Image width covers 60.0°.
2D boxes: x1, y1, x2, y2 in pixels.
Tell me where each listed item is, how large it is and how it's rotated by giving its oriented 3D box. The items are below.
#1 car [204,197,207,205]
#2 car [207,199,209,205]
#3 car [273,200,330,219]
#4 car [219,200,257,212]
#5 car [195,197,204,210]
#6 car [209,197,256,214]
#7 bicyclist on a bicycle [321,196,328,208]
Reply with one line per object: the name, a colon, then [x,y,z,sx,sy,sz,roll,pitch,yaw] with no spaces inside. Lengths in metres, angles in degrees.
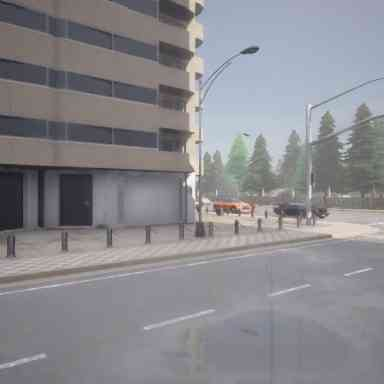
car: [-0.231,1.619,49.058,1.994,1.385,4.181,0,0,-36]
car: [1.293,1.581,59.231,1.812,1.442,4.674,0,0,-37]
car: [9.613,1.656,29.414,1.895,1.301,4.718,0,0,-36]
car: [5.571,1.656,40.996,1.895,1.301,4.718,0,0,-36]
car: [-0.958,1.533,44.079,1.882,1.535,5.008,0,0,-36]
car: [4.396,1.407,36.646,2.097,1.767,4.553,0,0,-36]
bicyclist on a bicycle: [17.331,1.356,43.469,1.656,1.620,0.582,0,0,-36]
